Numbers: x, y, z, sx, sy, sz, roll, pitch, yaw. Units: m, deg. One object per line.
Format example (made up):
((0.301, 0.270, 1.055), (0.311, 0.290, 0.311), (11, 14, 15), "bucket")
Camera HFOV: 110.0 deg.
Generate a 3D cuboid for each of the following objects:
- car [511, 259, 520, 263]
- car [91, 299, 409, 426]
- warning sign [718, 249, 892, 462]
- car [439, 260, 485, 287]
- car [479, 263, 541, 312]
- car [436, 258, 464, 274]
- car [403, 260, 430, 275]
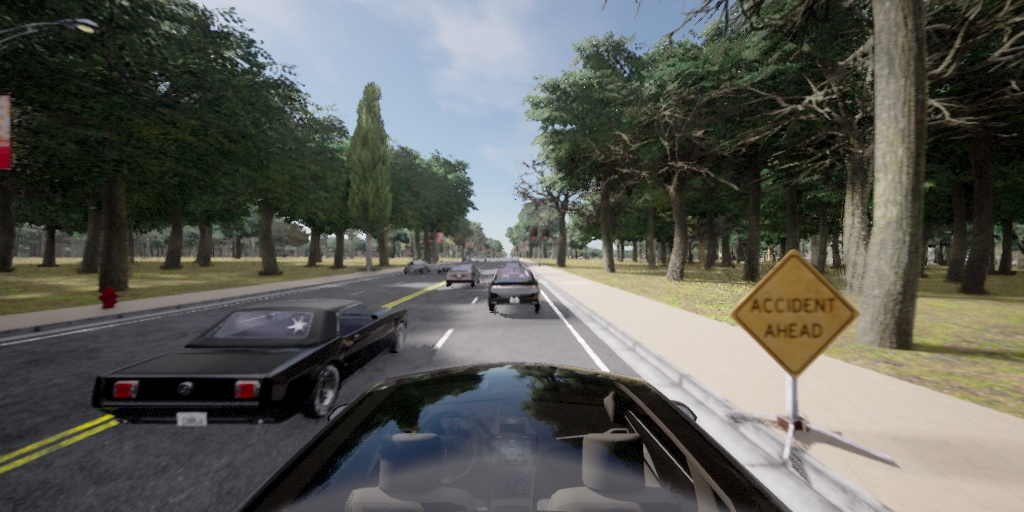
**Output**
((0.051, 1.227, 29.972), (1.994, 1.385, 4.181), (0, 0, 0), "car")
((-3.183, 1.344, 5.807), (1.895, 1.301, 4.718), (0, 0, 0), "car")
((2.850, 0.863, 3.645), (1.300, 1.860, 1.060), (0, 0, 0), "warning sign")
((-3.194, 1.238, 24.124), (2.033, 1.411, 5.357), (0, 0, 0), "car")
((0.083, 1.216, 13.985), (2.128, 1.511, 4.902), (0, 0, 0), "car")
((-6.661, 1.184, 37.880), (1.994, 1.385, 4.181), (0, 0, 0), "car")
((-9.911, 1.146, 37.737), (1.812, 1.442, 4.674), (0, 0, 0), "car")
